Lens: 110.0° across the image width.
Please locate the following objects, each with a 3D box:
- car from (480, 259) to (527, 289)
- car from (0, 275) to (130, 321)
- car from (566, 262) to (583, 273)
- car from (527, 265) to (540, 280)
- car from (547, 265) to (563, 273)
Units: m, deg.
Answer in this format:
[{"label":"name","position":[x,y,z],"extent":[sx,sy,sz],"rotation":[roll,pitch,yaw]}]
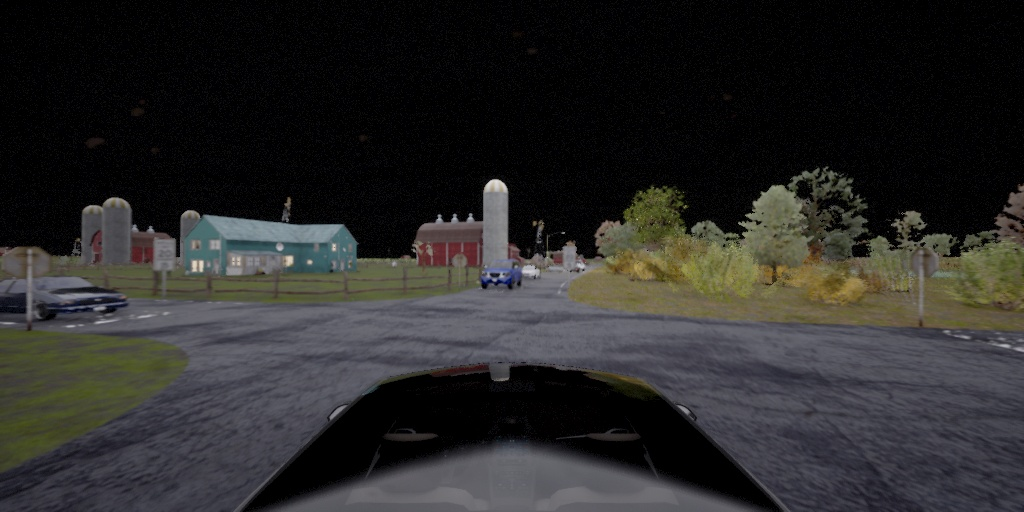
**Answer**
[{"label":"car","position":[-0.627,1.251,26.200],"extent":[2.150,2.045,5.566],"rotation":[0,-1,11]},{"label":"car","position":[-16.627,1.405,12.776],"extent":[5.357,1.411,2.033],"rotation":[0,0,12]},{"label":"car","position":[9.749,2.039,56.846],"extent":[1.895,1.301,4.718],"rotation":[0,-1,15]},{"label":"car","position":[1.848,1.701,37.866],"extent":[1.812,1.442,4.674],"rotation":[0,0,14]},{"label":"car","position":[6.796,2.017,56.604],"extent":[1.895,1.301,4.718],"rotation":[0,-1,15]}]
